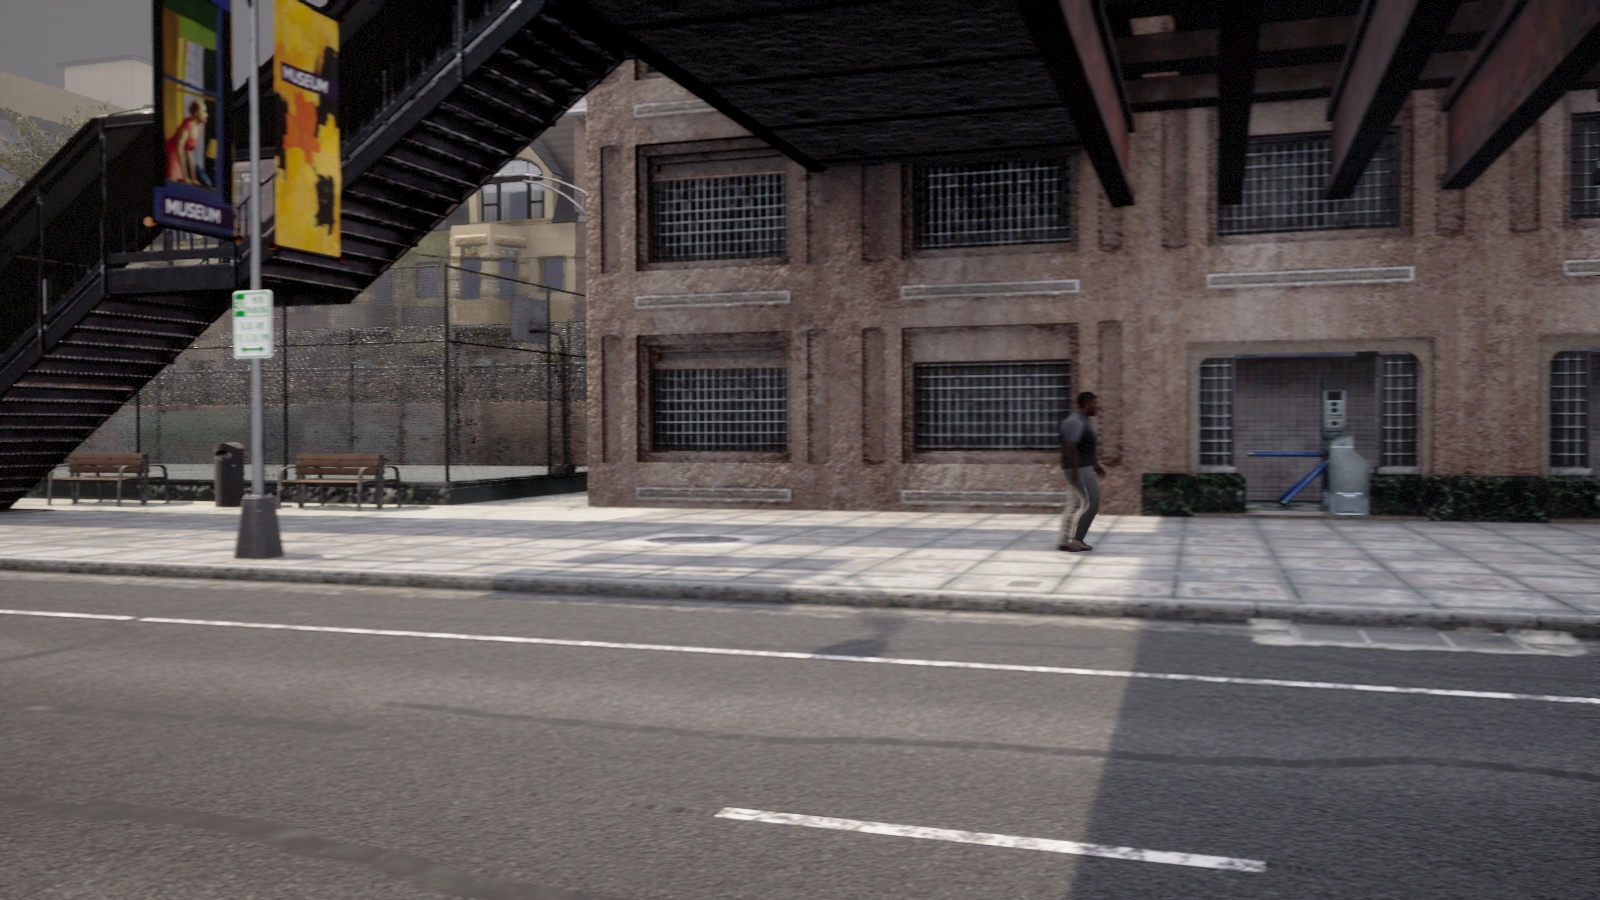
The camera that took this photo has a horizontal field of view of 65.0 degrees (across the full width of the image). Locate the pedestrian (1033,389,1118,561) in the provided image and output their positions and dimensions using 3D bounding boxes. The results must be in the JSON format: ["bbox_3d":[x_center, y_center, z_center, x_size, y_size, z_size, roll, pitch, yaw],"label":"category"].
[{"bbox_3d":[3.123,0.267,14.218,0.849,1.883,0.563,1,1,20],"label":"pedestrian"}]
